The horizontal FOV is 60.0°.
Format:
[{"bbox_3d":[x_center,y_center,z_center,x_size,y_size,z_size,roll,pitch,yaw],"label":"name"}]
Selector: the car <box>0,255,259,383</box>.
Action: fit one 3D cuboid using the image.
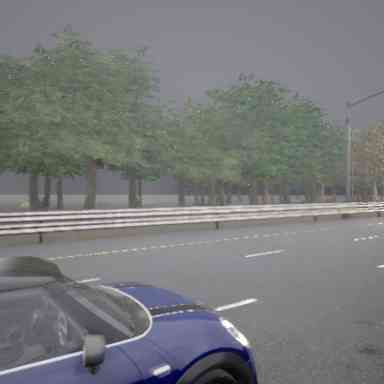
[{"bbox_3d":[-1.567,1.351,2.753,4.553,1.767,2.097,0,0,-35],"label":"car"}]
